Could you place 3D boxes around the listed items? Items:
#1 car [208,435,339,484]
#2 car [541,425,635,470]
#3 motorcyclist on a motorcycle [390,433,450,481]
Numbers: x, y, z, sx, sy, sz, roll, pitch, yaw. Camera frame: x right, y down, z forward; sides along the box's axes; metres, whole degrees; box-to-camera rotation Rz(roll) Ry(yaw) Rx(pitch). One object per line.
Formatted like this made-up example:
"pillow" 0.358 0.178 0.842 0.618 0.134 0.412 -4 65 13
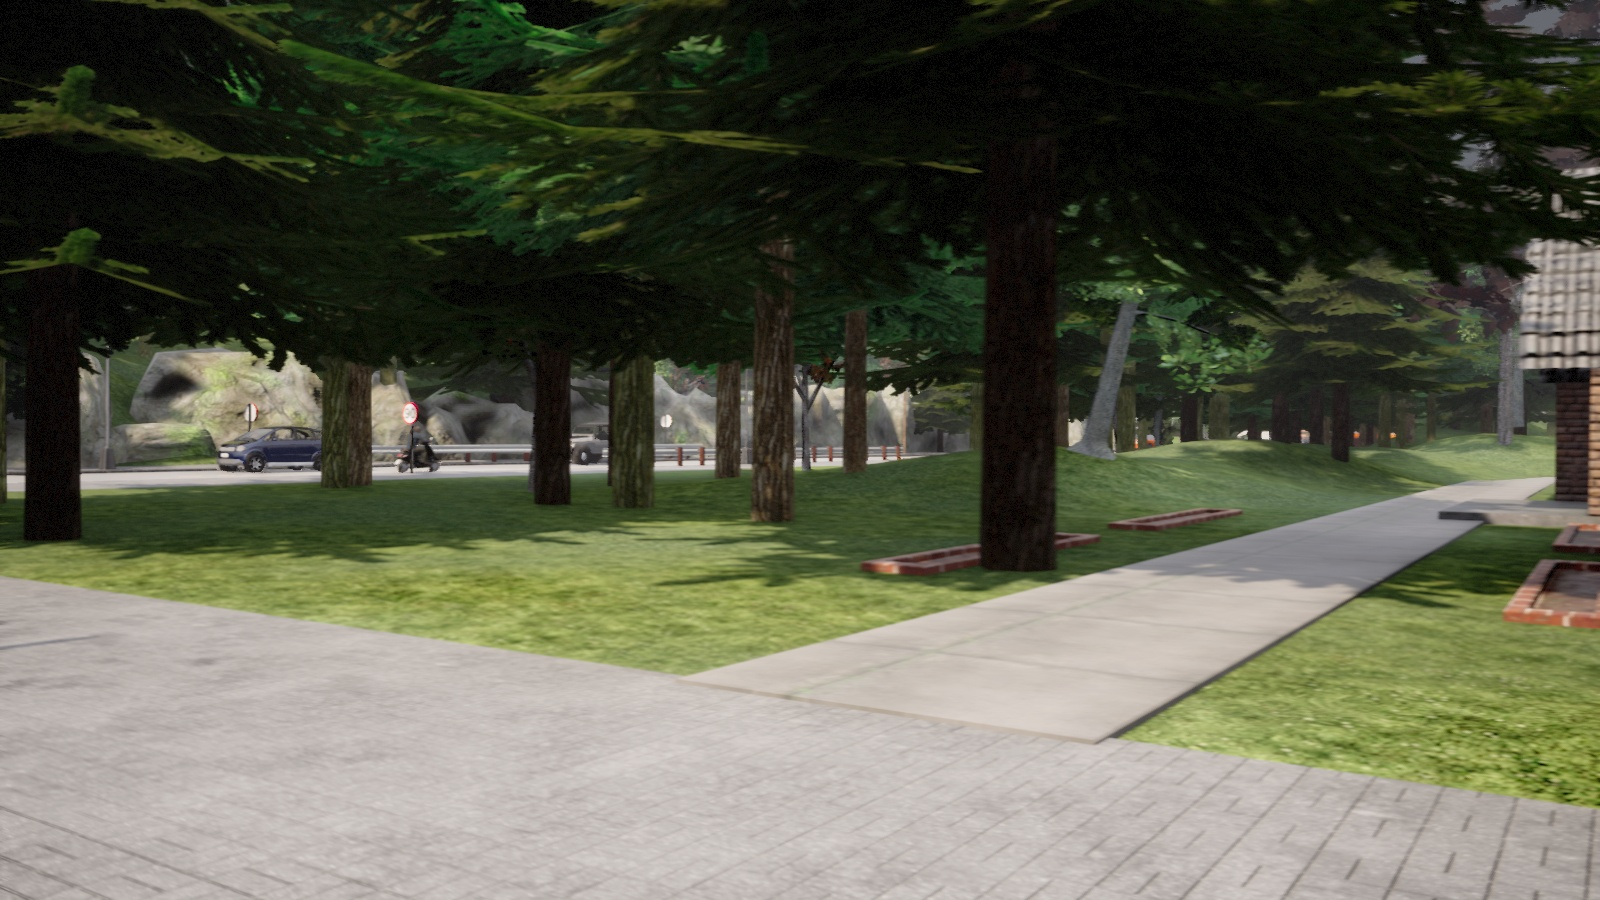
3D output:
"car" -17.672 0.293 42.285 1.789 1.549 3.705 0 1 33
"car" -9.264 -0.141 55.104 1.905 1.878 3.866 0 1 33
"motorcyclist on a motorcycle" -12.818 0.222 42.391 0.866 1.590 1.817 0 1 33
